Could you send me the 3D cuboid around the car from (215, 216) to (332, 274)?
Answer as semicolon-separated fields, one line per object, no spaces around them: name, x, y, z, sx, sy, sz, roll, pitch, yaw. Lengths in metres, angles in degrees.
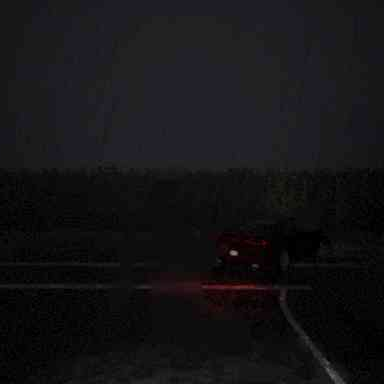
car;2.776;1.509;10.839;1.882;1.535;5.008;-2;-2;41
